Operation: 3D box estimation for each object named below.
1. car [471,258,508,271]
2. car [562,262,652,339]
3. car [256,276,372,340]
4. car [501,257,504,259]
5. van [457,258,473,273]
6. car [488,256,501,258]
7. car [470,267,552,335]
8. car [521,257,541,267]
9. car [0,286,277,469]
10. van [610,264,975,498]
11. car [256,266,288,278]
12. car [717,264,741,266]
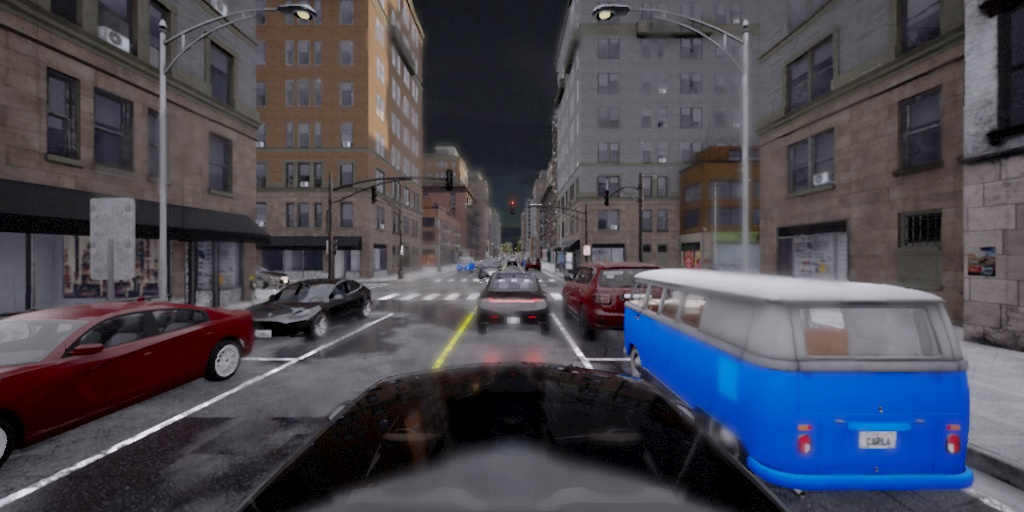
[{"bbox_3d":[-2.025,1.220,30.677,2.128,1.511,4.902,0,0,-10],"label":"car"},{"bbox_3d":[2.647,1.059,9.949,2.192,1.841,5.009,0,0,0],"label":"car"},{"bbox_3d":[-5.378,1.310,9.954,1.948,1.339,4.313,0,0,0],"label":"car"},{"bbox_3d":[-2.784,1.211,60.913,1.837,1.490,4.892,0,0,0],"label":"car"},{"bbox_3d":[-5.379,1.061,41.918,1.690,1.789,3.998,0,0,0],"label":"van"},{"bbox_3d":[-2.818,1.068,46.366,2.097,1.767,4.553,0,0,0],"label":"car"},{"bbox_3d":[0.056,1.236,10.490,2.128,1.511,4.902,0,0,0],"label":"car"},{"bbox_3d":[2.736,1.030,47.320,2.192,1.841,5.009,0,0,0],"label":"car"},{"bbox_3d":[-5.381,1.293,4.443,1.888,1.381,4.507,0,0,0],"label":"car"},{"bbox_3d":[2.644,1.089,4.438,1.690,1.789,3.998,0,0,0],"label":"van"},{"bbox_3d":[-16.229,1.292,21.830,4.902,1.511,2.128,0,0,0],"label":"car"},{"bbox_3d":[14.673,1.227,24.814,4.181,1.385,1.994,0,0,0],"label":"car"}]
